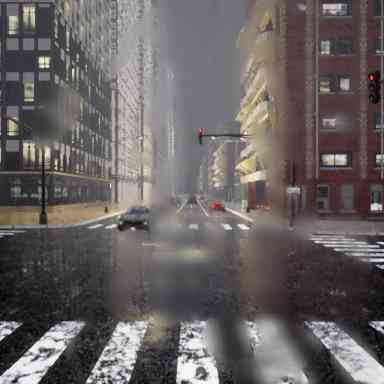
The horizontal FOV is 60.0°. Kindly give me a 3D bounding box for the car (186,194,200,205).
[{"bbox_3d":[-0.004,1.549,59.771,1.812,1.442,4.674,0,0,0],"label":"car"}]

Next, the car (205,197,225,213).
[{"bbox_3d":[2.739,1.591,37.172,1.802,1.307,4.206,0,0,0],"label":"car"}]

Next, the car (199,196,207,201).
[{"bbox_3d":[2.683,1.626,83.981,1.802,1.307,4.206,0,0,0],"label":"car"}]

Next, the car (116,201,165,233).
[{"bbox_3d":[-3.073,1.534,19.991,2.033,1.411,5.357,1,0,0],"label":"car"}]

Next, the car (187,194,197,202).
[{"bbox_3d":[-0.005,1.218,69.743,2.097,1.767,4.553,0,0,0],"label":"car"}]

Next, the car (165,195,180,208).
[{"bbox_3d":[-3.072,1.521,47.096,1.837,1.490,4.892,0,0,0],"label":"car"}]

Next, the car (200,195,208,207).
[{"bbox_3d":[2.687,1.567,50.090,2.008,1.369,4.403,0,0,0],"label":"car"}]

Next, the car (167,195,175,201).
[{"bbox_3d":[-5.698,1.595,89.629,1.887,1.381,4.507,0,0,0],"label":"car"}]

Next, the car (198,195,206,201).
[{"bbox_3d":[2.683,1.491,89.630,1.967,1.590,4.097,0,0,0],"label":"car"}]

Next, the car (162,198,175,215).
[{"bbox_3d":[-3.096,1.571,34.107,1.994,1.385,4.181,0,0,0],"label":"car"}]

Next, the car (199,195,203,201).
[{"bbox_3d":[2.687,1.571,55.738,2.008,1.369,4.403,0,0,0],"label":"car"}]

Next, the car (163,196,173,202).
[{"bbox_3d":[-5.696,1.589,78.331,2.008,1.369,4.403,0,0,0],"label":"car"}]
